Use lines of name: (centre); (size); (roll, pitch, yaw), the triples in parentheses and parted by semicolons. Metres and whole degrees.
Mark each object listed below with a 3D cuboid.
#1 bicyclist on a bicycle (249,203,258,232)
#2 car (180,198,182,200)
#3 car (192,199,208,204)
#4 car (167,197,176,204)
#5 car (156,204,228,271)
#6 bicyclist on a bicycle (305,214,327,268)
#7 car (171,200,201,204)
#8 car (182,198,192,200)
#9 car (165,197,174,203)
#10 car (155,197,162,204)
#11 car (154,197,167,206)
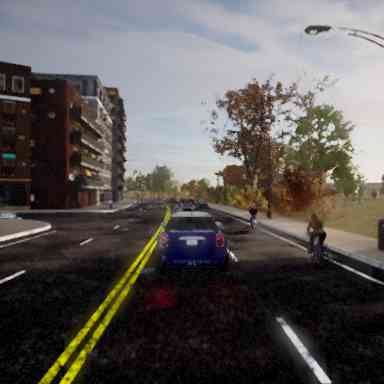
bicyclist on a bicycle: (3.795, 1.552, 20.718); (0.659, 1.776, 1.843); (0, 0, -2)
car: (-2.204, 2.276, 86.252); (1.994, 1.385, 4.181); (0, 0, -7)
car: (1.447, 1.983, 50.436); (2.033, 1.411, 5.357); (0, 0, -4)
car: (-5.021, 2.051, 82.553); (2.097, 1.767, 4.553); (0, 0, -7)
car: (-0.030, 1.455, 11.438); (2.097, 1.767, 4.553); (0, 0, -1)
bicyclist on a bicycle: (4.031, 1.549, 10.827); (0.582, 1.620, 1.656); (0, -1, -1)
car: (-0.642, 1.763, 30.879); (2.128, 1.511, 4.902); (0, 0, -3)
car: (-0.481, 2.083, 71.253); (1.882, 1.535, 5.008); (0, 0, -6)
car: (-6.307, 2.232, 92.584); (1.994, 1.385, 4.181); (0, 0, -8)
car: (-8.511, 2.101, 84.314); (1.882, 1.535, 5.008); (0, 0, -7)
car: (-6.699, 2.128, 68.204); (2.033, 1.411, 5.357); (0, 0, -6)
